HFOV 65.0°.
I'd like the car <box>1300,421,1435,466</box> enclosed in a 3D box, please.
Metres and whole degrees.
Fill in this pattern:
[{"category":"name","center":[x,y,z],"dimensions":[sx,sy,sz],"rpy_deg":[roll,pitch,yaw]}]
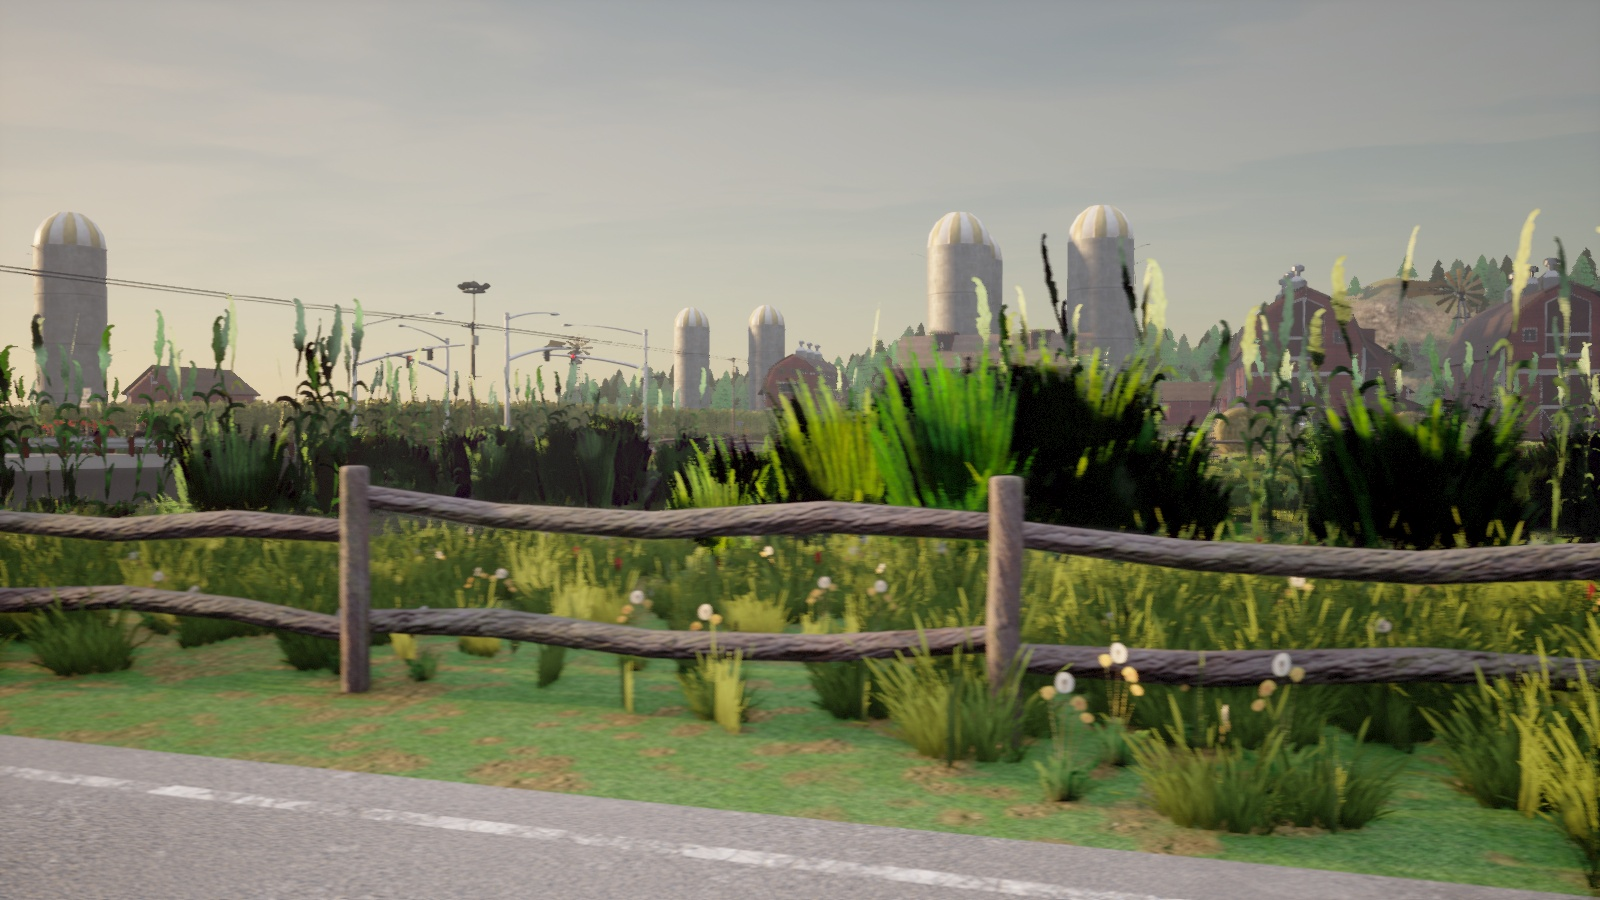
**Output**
[{"category":"car","center":[26.585,-0.330,59.048],"dimensions":[5.566,2.045,2.150],"rpy_deg":[1,1,18]}]
